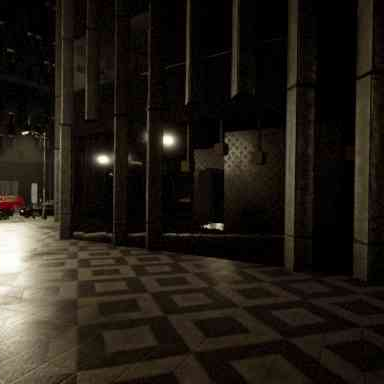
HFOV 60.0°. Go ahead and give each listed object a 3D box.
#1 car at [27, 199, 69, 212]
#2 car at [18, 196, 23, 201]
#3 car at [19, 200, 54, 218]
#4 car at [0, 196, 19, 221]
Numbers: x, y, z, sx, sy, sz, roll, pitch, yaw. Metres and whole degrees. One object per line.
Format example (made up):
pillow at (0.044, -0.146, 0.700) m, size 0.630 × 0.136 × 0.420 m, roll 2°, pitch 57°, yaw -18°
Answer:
car at (-17.565, 1.634, 40.761) m, size 1.947 × 1.339 × 4.313 m, roll 1°, pitch 0°, yaw 35°
car at (-20.818, 1.353, 36.152) m, size 2.192 × 1.841 × 5.009 m, roll 1°, pitch 0°, yaw 35°
car at (-13.865, 1.742, 31.226) m, size 1.947 × 1.339 × 4.313 m, roll 1°, pitch 0°, yaw 35°
car at (-17.118, 1.463, 26.616) m, size 2.192 × 1.841 × 5.009 m, roll 1°, pitch 0°, yaw 35°
